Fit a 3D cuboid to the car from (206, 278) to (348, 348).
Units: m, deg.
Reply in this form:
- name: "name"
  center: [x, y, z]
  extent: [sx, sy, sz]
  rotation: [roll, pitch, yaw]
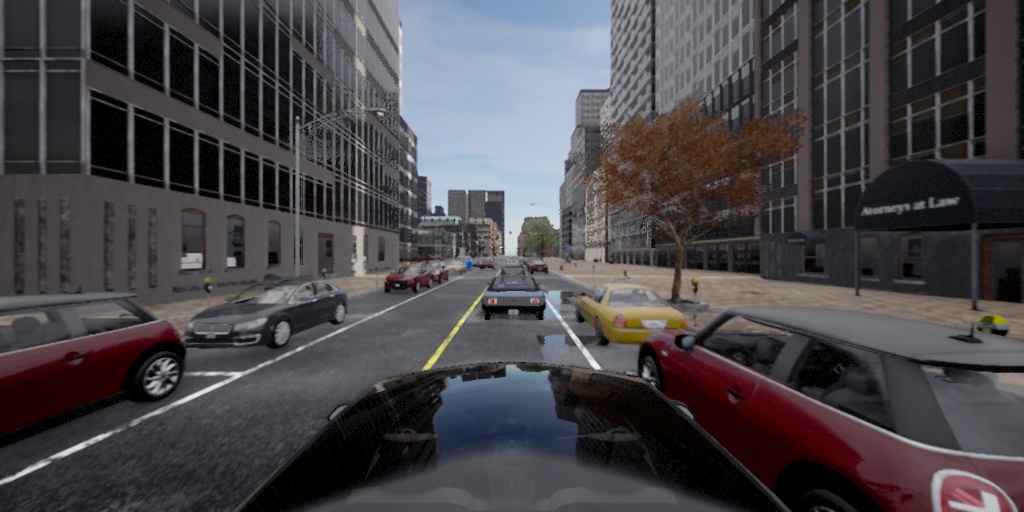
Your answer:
- name: "car"
  center: [-5.687, 1.264, 8.958]
  extent: [2.007, 1.370, 4.403]
  rotation: [0, 0, 0]

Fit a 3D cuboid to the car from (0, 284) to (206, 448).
- name: "car"
  center: [-5.689, 1.182, 3.419]
  extent: [1.967, 1.591, 4.097]
  rotation: [0, 0, 0]

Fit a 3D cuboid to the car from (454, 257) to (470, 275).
- name: "car"
  center: [-5.676, 1.099, 36.484]
  extent: [1.751, 1.417, 4.829]
  rotation: [0, 0, 0]

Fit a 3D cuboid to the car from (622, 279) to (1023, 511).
- name: "car"
  center: [2.692, 1.181, 3.416]
  extent: [1.967, 1.591, 4.097]
  rotation: [0, 0, 0]

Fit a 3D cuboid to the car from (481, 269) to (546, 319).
- name: "car"
  center: [0.069, 1.297, 12.433]
  extent: [1.895, 1.301, 4.718]
  rotation: [0, 0, 1]

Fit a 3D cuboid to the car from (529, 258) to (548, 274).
- name: "car"
  center: [2.704, 1.119, 36.651]
  extent: [1.888, 1.381, 4.507]
  rotation: [0, 0, 0]

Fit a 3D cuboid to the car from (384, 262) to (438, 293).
- name: "car"
  center: [-5.682, 1.203, 20.036]
  extent: [1.888, 1.381, 4.507]
  rotation: [0, 0, 0]

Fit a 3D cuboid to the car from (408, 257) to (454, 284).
- name: "car"
  center: [-5.680, 1.070, 25.576]
  extent: [1.967, 1.591, 4.097]
  rotation: [0, 0, 0]

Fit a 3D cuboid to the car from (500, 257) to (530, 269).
- name: "car"
  center: [0.081, 1.105, 28.868]
  extent: [2.128, 1.511, 4.902]
  rotation: [0, 0, 0]

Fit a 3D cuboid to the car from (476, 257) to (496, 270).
- name: "car"
  center: [-3.076, 1.129, 45.628]
  extent: [1.895, 1.301, 4.718]
  rotation: [0, 0, 0]

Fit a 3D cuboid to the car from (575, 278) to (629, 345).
- name: "car"
  center: [2.694, 1.239, 9.124]
  extent: [1.751, 1.417, 4.829]
  rotation: [0, 0, 0]

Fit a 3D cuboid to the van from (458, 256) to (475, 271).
- name: "van"
  center: [-5.674, 0.887, 42.193]
  extent: [1.690, 1.789, 3.998]
  rotation: [0, 0, 0]
